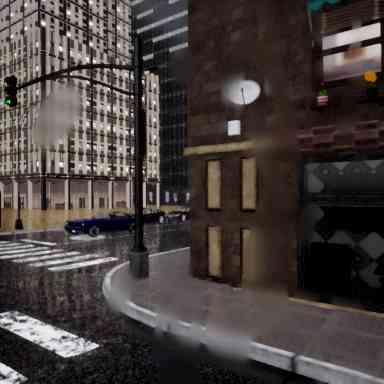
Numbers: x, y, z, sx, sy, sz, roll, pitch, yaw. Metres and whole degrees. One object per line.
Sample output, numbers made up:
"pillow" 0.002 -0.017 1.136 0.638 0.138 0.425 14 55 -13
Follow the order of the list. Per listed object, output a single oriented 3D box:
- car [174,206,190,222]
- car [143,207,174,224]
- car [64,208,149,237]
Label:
"car" -0.619 1.974 30.681 2.008 1.369 4.403 -2 -2 35
"car" -3.819 1.893 26.123 2.008 1.369 4.403 -2 -2 35
"car" -5.059 1.835 19.679 1.895 1.301 4.718 -1 -1 36
